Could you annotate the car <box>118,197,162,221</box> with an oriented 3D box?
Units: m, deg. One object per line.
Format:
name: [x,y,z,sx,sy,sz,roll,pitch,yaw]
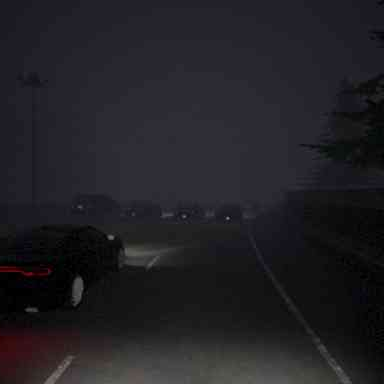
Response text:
car: [-3.870,1.474,27.209,2.128,1.511,4.902,0,0,12]

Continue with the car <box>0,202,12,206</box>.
car: [-17.795,1.552,30.051,1.895,1.301,4.718,0,0,12]

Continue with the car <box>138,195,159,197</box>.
car: [-8.352,1.307,67.924,2.097,1.767,4.553,0,0,26]

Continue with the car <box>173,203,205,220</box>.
car: [-0.116,1.591,28.172,1.895,1.301,4.718,0,0,12]

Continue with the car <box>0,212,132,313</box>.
car: [-3.022,1.468,7.785,1.882,1.535,5.008,0,0,4]

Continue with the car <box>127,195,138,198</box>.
car: [-12.231,1.427,67.967,1.882,1.535,5.008,0,0,24]

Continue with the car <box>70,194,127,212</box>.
car: [-7.564,1.196,26.737,2.150,2.045,5.566,0,0,11]

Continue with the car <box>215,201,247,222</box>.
car: [3.050,1.599,26.251,1.895,1.301,4.718,0,0,12]

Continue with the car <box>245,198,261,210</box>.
car: [7.494,1.529,42.061,1.812,1.442,4.674,0,0,19]

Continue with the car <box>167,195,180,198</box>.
car: [-3.951,1.451,68.862,1.837,1.490,4.892,0,0,26]

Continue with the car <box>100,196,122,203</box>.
car: [-16.412,1.464,67.277,1.812,1.442,4.674,0,0,24]
